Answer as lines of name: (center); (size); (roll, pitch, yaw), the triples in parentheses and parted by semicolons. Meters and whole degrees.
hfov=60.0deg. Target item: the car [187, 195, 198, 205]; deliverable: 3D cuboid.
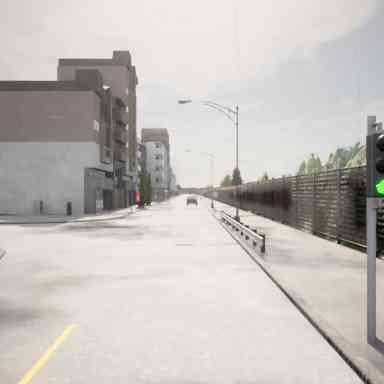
car: (0.007, 1.526, 59.860); (1.812, 1.442, 4.674); (0, -1, 0)

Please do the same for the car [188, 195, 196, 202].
car: (-0.115, 1.524, 77.482); (1.812, 1.442, 4.674); (0, 0, 0)
